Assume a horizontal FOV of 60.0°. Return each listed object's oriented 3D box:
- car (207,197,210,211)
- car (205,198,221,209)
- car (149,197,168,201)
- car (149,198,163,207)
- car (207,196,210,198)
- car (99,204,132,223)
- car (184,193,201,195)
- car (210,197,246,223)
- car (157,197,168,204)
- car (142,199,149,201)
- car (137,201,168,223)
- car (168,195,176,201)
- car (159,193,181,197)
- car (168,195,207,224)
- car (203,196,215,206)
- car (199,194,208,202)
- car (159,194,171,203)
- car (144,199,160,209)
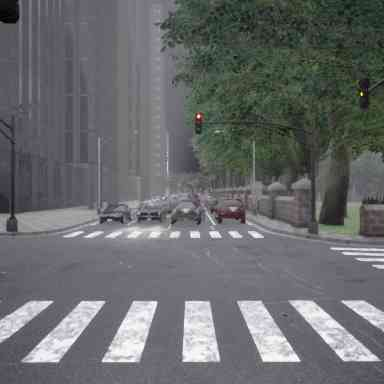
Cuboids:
[{"bbox_3d":[2.858,1.589,36.160,1.947,1.339,4.313,0,0,0],"label":"car"},{"bbox_3d":[2.886,1.586,47.073,2.008,1.369,4.403,0,0,0],"label":"car"},{"bbox_3d":[-3.001,1.569,35.518,2.033,1.411,5.357,0,0,1],"label":"car"},{"bbox_3d":[-5.624,1.623,52.546,1.802,1.307,4.206,0,0,0],"label":"car"},{"bbox_3d":[2.872,1.580,41.616,2.008,1.369,4.403,0,0,0],"label":"car"},{"bbox_3d":[-5.696,1.577,25.261,1.947,1.339,4.313,0,0,0],"label":"car"},{"bbox_3d":[0.193,1.266,55.129,2.150,2.045,5.566,0,0,1],"label":"car"},{"bbox_3d":[2.829,1.326,25.248,2.192,1.841,5.009,0,0,0],"label":"car"},{"bbox_3d":[-5.596,1.636,63.460,1.802,1.307,4.206,0,0,0],"label":"car"},{"bbox_3d":[-5.653,1.580,41.631,2.008,1.369,4.403,0,0,0],"label":"car"},{"bbox_3d":[-3.032,1.612,25.700,1.895,1.301,4.718,0,0,0],"label":"car"},{"bbox_3d":[-5.524,1.535,90.745,1.967,1.590,4.097,0,0,0],"label":"car"},{"bbox_3d":[-2.968,1.386,45.793,2.097,1.767,4.553,0,0,0],"label":"car"},{"bbox_3d":[-0.231,1.362,24.869,2.097,1.767,4.553,0,0,5],"label":"car"},{"bbox_3d":[2.915,1.488,57.986,1.967,1.590,4.097,0,0,0],"label":"car"},{"bbox_3d":[2.587,1.425,75.874,2.097,1.767,4.553,0,0,0],"label":"car"},{"bbox_3d":[-5.581,1.376,68.917,2.192,1.841,5.009,0,0,0],"label":"car"},{"bbox_3d":[-5.639,1.617,47.089,1.802,1.307,4.206,0,0,0],"label":"car"}]
